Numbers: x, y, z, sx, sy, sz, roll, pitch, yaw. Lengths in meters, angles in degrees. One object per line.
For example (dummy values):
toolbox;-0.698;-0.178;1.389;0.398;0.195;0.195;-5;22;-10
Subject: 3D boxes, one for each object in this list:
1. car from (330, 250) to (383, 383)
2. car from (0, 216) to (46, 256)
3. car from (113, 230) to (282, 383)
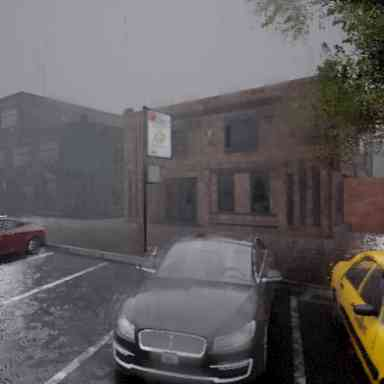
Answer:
car;2.813;1.481;3.865;1.946;1.575;5.366;0;-1;16
car;-6.900;1.535;11.025;2.002;1.452;4.674;1;-1;16
car;0.424;1.489;5.793;2.231;1.521;4.892;1;-1;16
